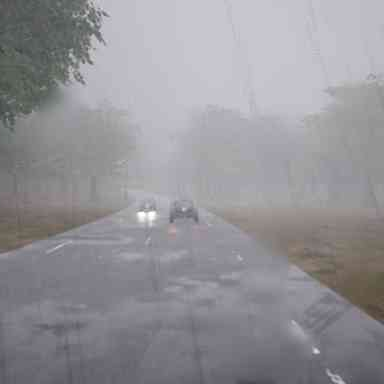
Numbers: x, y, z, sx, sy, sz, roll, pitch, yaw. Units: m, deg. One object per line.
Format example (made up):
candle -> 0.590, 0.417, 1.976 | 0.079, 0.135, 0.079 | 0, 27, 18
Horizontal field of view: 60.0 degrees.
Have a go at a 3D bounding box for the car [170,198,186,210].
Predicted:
car -> -1.912, 1.528, 43.475 | 1.895, 1.301, 4.718 | 0, 0, -5

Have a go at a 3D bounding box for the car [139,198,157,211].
car -> -5.185, 1.449, 39.709 | 2.128, 1.511, 4.902 | 0, 0, -4

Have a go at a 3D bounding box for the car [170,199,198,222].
car -> -0.689, 1.329, 26.276 | 2.097, 1.767, 4.553 | 0, 0, -3
